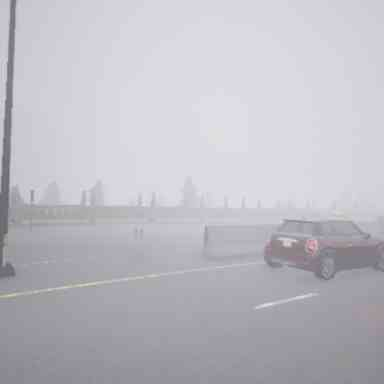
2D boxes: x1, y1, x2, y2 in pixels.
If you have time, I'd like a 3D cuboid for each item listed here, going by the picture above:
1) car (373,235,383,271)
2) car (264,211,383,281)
[{"bbox_3d":[6.735,1.783,8.205,4.892,1.490,1.837,3,-2,-34],"label":"car"},{"bbox_3d":[4.553,1.639,10.956,4.553,1.767,2.097,3,-2,-34],"label":"car"}]
